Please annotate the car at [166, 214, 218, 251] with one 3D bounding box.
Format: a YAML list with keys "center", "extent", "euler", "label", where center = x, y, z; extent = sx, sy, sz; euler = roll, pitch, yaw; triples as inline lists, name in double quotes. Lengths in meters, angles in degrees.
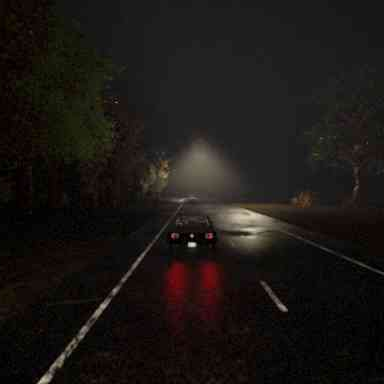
- center: [0.007, 1.599, 14.103]
  extent: [1.895, 1.301, 4.718]
  euler: [0, 0, 0]
  label: "car"

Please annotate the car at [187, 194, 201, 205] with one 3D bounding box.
- center: [0.025, 1.520, 58.371]
  extent: [2.033, 1.411, 5.357]
  euler: [0, 0, 0]
  label: "car"
